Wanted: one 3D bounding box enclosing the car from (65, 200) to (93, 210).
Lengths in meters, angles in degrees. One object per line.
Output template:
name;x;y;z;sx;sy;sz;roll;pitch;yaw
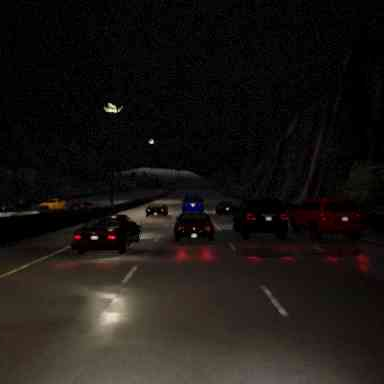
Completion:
car;-14.095;1.675;42.347;1.994;1.385;4.181;0;0;0

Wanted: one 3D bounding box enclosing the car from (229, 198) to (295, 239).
car;3.596;1.352;18.273;2.150;2.045;5.566;0;0;0

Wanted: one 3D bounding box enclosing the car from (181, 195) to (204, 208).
car;0.093;1.363;34.273;2.150;2.045;5.566;0;0;0

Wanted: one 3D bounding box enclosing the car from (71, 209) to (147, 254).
car;-3.402;1.657;14.103;2.033;1.411;5.357;0;0;0

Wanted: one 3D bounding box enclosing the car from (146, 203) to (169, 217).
car;-3.406;1.744;33.293;1.895;1.301;4.718;0;0;0

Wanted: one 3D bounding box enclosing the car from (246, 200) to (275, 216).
car;7.093;1.631;34.989;2.128;1.511;4.902;0;0;0

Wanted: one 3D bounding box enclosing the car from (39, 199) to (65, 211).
car;-17.594;1.589;42.178;1.882;1.535;5.008;0;0;0

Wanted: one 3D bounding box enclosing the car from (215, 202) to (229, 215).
car;3.592;1.702;35.645;1.994;1.385;4.181;0;0;0

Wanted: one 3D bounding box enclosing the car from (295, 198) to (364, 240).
car;7.096;1.351;18.099;2.150;2.045;5.566;0;0;0

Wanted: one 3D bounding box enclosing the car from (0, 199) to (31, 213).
car;-21.100;1.614;39.761;2.128;1.511;4.902;0;0;0

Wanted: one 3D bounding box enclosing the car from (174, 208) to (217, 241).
car;0.097;1.728;17.582;1.895;1.301;4.718;0;0;0
